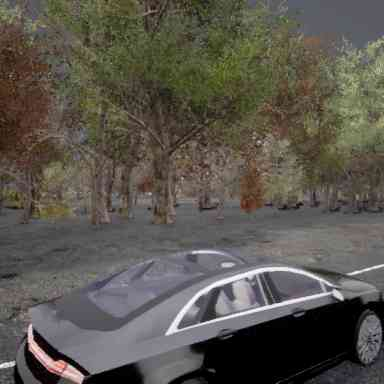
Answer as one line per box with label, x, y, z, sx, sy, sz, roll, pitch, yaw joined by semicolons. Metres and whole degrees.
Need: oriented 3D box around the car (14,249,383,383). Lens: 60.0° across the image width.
car;0.561;1.492;4.146;4.902;1.511;2.128;0;0;-35
